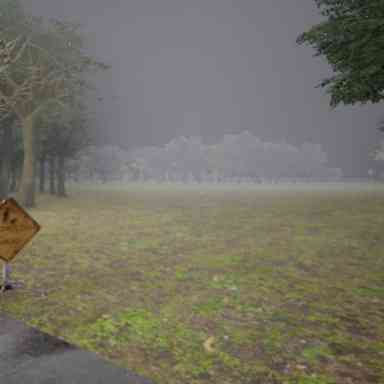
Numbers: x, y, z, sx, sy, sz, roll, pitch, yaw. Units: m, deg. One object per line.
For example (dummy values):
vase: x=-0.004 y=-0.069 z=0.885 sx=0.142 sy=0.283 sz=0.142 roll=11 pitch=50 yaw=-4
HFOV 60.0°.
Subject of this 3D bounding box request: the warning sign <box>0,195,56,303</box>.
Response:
warning sign: x=-3.563 y=1.010 z=6.438 sx=1.060 sy=1.860 sz=1.300 roll=2 pitch=0 yaw=35
